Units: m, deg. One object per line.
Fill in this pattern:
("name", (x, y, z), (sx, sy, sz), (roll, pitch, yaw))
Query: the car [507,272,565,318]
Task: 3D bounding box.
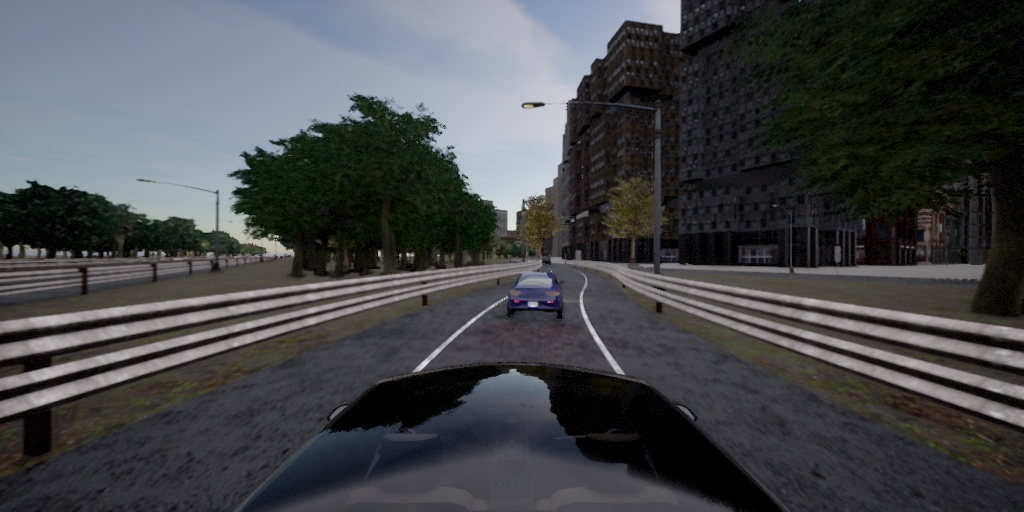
("car", (0.944, 1.292, 13.088), (1.812, 1.442, 4.674), (0, 0, 8))
